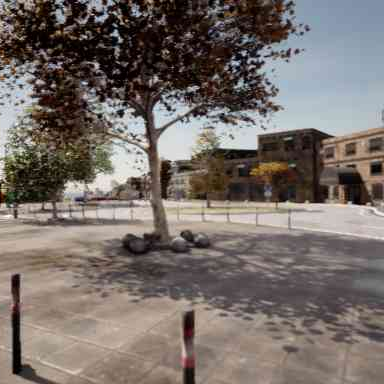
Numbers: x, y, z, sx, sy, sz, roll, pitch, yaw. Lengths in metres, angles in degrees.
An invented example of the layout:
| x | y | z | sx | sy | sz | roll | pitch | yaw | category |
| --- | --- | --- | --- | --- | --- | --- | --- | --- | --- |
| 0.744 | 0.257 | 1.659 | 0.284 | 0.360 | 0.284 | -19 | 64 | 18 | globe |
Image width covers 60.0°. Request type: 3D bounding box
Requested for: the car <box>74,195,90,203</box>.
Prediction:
| x | y | z | sx | sy | sz | roll | pitch | yaw | category |
| --- | --- | --- | --- | --- | --- | --- | --- | --- | --- |
| -25.206 | 1.602 | 75.275 | 1.882 | 1.535 | 5.008 | -1 | 0 | -4 | car |

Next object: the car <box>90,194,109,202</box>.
| x | y | z | sx | sy | sz | roll | pitch | yaw | category |
| --- | --- | --- | --- | --- | --- | --- | --- | --- | --- |
| -25.519 | 1.508 | 89.628 | 5.566 | 2.045 | 2.435 | -1 | -1 | -21 | car |

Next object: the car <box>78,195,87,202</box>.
| x | y | z | sx | sy | sz | roll | pitch | yaw | category |
| --- | --- | --- | --- | --- | --- | --- | --- | --- | --- |
| -27.972 | 1.701 | 85.239 | 1.882 | 1.535 | 5.008 | -1 | -1 | -22 | car |

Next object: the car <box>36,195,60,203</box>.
| x | y | z | sx | sy | sz | roll | pitch | yaw | category |
| --- | --- | --- | --- | --- | --- | --- | --- | --- | --- |
| -37.491 | 1.748 | 86.705 | 5.566 | 2.045 | 2.435 | -1 | -1 | -22 | car |

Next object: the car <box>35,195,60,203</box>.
| x | y | z | sx | sy | sz | roll | pitch | yaw | category |
| --- | --- | --- | --- | --- | --- | --- | --- | --- | --- |
| -35.487 | 1.627 | 81.624 | 5.566 | 2.045 | 2.435 | -1 | -1 | -22 | car |
